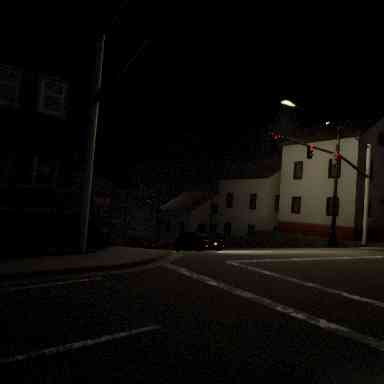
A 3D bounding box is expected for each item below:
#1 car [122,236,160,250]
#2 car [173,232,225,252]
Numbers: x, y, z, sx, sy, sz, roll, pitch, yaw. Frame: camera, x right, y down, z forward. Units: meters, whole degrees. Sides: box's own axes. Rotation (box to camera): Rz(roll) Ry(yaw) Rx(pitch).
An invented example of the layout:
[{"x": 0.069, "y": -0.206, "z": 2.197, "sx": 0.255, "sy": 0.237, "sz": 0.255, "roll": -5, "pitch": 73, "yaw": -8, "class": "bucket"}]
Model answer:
[{"x": -4.793, "y": 4.816, "z": 30.833, "sx": 1.882, "sy": 1.535, "sz": 5.008, "roll": 6, "pitch": -15, "yaw": -35, "class": "car"}, {"x": 0.417, "y": 3.532, "z": 23.618, "sx": 1.994, "sy": 1.385, "sz": 4.181, "roll": 6, "pitch": -12, "yaw": -35, "class": "car"}]
